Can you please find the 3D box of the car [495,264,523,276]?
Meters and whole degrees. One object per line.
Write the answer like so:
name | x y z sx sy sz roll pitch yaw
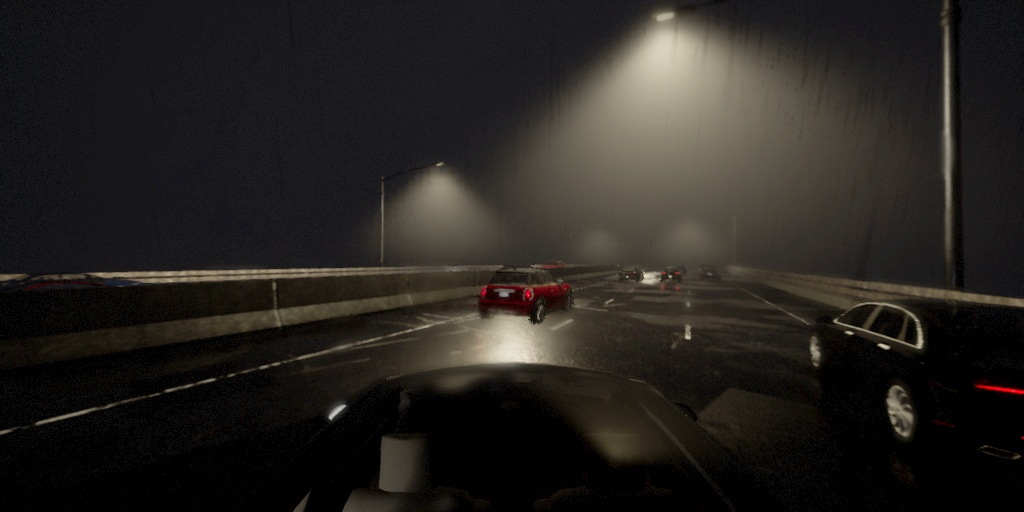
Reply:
car | -0.314 1.932 50.563 1.837 1.490 4.892 0 -1 27

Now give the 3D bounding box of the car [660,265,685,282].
car | 16.088 1.834 36.096 1.812 1.442 4.674 0 -1 27

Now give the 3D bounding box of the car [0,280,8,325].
car | -17.057 1.358 9.073 1.895 1.301 4.718 0 -1 26

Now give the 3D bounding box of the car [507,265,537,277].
car | 1.344 1.876 46.126 1.837 1.490 4.892 0 -1 27

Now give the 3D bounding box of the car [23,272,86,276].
car | -18.433 1.367 14.268 2.033 1.411 5.357 0 -1 26

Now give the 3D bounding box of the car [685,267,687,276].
car | 24.478 2.073 52.341 1.882 1.535 5.008 0 -1 28

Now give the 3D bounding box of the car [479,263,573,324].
car | 0.689 1.258 13.111 2.097 1.767 4.553 0 -1 26

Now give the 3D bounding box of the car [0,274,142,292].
car | -12.808 1.354 9.815 1.994 1.385 4.181 0 -1 26

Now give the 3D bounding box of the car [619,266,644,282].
car | 11.813 1.766 35.413 2.128 1.511 4.902 0 -1 27

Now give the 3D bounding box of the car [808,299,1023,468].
car | 5.663 1.328 4.790 1.837 1.490 4.892 0 -1 26

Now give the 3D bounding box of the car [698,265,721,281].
car | 21.704 1.950 39.373 1.994 1.385 4.181 0 -1 27

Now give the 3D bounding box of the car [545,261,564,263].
car | 5.213 1.612 46.014 2.150 2.045 5.566 0 -1 27
